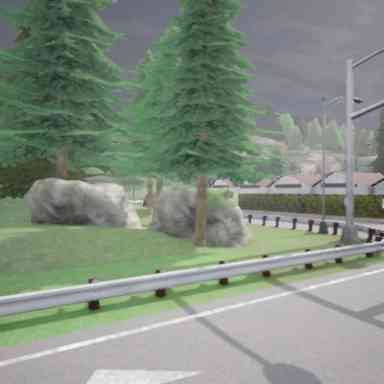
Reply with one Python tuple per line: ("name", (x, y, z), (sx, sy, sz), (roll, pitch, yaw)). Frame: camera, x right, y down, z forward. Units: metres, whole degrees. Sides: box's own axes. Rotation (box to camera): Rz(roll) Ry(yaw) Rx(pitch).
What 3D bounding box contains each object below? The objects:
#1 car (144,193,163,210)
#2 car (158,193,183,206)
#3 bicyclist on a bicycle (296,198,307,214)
("car", (-4.107, 1.243, 41.735), (2.150, 2.045, 5.566), (0, 0, -33))
("car", (-3.507, 1.175, 55.730), (2.150, 2.045, 5.566), (0, 0, 21))
("bicyclist on a bicycle", (10.723, 1.388, 32.666), (1.656, 1.620, 0.582), (0, 0, -33))
